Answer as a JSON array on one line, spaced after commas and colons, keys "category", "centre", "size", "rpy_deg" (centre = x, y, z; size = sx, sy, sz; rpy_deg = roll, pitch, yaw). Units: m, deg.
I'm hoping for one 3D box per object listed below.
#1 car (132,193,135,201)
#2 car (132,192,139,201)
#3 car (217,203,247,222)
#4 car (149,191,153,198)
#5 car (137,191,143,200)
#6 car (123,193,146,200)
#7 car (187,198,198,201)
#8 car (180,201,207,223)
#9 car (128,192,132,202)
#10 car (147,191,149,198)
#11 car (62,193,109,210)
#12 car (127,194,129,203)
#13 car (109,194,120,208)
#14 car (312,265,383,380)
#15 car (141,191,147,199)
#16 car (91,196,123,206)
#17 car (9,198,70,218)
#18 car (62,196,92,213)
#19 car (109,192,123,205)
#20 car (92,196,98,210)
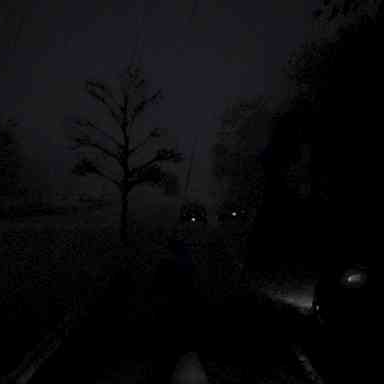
[{"category": "car", "centre": [-13.816, 1.378, 63.088], "size": [4.674, 1.452, 2.002], "rpy_deg": [-1, 1, -20]}, {"category": "car", "centre": [-13.804, 1.295, 66.088], "size": [5.008, 1.535, 2.097], "rpy_deg": [-1, 1, -20]}, {"category": "car", "centre": [3.104, 1.593, 26.493], "size": [1.994, 1.385, 4.181], "rpy_deg": [0, 0, 0]}, {"category": "car", "centre": [-13.823, 0.760, 87.073], "size": [5.566, 2.045, 2.435], "rpy_deg": [-1, 1, -20]}, {"category": "car", "centre": [-13.780, 1.234, 72.104], "size": [4.792, 1.488, 2.163], "rpy_deg": [-1, 1, -20]}, {"category": "car", "centre": [-13.973, 1.083, 81.025], "size": [5.366, 1.575, 1.946], "rpy_deg": [-1, 1, -20]}, {"category": "car", "centre": [0.106, 1.553, 42.515], "size": [1.812, 1.442, 4.674], "rpy_deg": [0, 0, 0]}, {"category": "car", "centre": [0.103, 1.629, 25.387], "size": [1.895, 1.301, 4.718], "rpy_deg": [0, 0, 0]}, {"category": "car", "centre": [-13.848, 1.253, 60.076], "size": [4.553, 1.767, 2.185], "rpy_deg": [-1, 1, -20]}, {"category": "car", "centre": [-13.628, 1.114, 78.159], "size": [5.366, 1.575, 1.946], "rpy_deg": [-1, 1, -20]}, {"category": "car", "centre": [-13.807, 1.272, 42.082], "size": [5.566, 2.045, 2.435], "rpy_deg": [-1, 0, -20]}, {"category": "car", "centre": [-13.821, 1.457, 57.089], "size": [4.674, 1.452, 2.002], "rpy_deg": [-1, 0, -20]}, {"category": "car", "centre": [-13.653, 1.487, 48.137], "size": [5.366, 1.575, 1.946], "rpy_deg": [-1, 0, -20]}, {"category": "car", "centre": [3.101, 1.568, 4.187], "size": [1.994, 1.385, 4.181], "rpy_deg": [0, 0, 0]}, {"category": "car", "centre": [-13.783, 0.911, 75.104], "size": [5.566, 2.045, 2.435], "rpy_deg": [-1, 1, -20]}, {"category": "car", "centre": [-13.846, 1.475, 54.064], "size": [4.792, 1.488, 2.163], "rpy_deg": [-1, 1, -20]}, {"category": "car", "centre": [-13.813, 1.556, 30.067], "size": [4.792, 1.488, 2.163], "rpy_deg": [-1, 0, -20]}, {"category": "car", "centre": [-14.006, 1.529, 35.991], "size": [5.366, 1.575, 1.946], "rpy_deg": [-1, 0, -20]}, {"category": "car", "centre": [-13.851, 1.221, 51.063], "size": [5.566, 2.045, 2.435], "rpy_deg": [-1, 1, -20]}, {"category": "car", "centre": [-13.836, 1.567, 39.064], "size": [4.674, 1.452, 2.002], "rpy_deg": [-1, 0, -20]}]
